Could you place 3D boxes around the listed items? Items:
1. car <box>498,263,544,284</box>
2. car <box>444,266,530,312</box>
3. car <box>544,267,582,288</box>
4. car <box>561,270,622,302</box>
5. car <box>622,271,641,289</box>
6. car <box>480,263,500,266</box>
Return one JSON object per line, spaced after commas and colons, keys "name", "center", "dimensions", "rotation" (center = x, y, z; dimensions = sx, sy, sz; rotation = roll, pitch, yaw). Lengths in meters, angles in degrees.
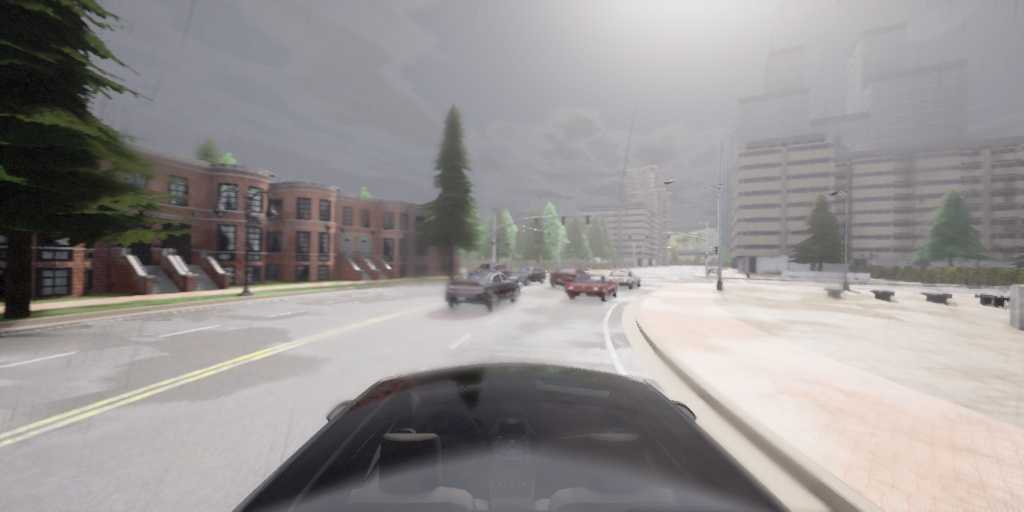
{"name": "car", "center": [1.163, 1.572, 28.522], "dimensions": [2.128, 1.511, 4.902], "rotation": [1, -1, 29]}
{"name": "car", "center": [-1.056, 1.357, 15.037], "dimensions": [2.128, 1.511, 4.902], "rotation": [1, -1, 18]}
{"name": "car", "center": [4.427, 1.567, 26.841], "dimensions": [1.882, 1.535, 5.008], "rotation": [1, -1, 28]}
{"name": "car", "center": [4.368, 1.611, 19.122], "dimensions": [1.895, 1.301, 4.718], "rotation": [1, -1, 26]}
{"name": "car", "center": [8.495, 1.772, 27.309], "dimensions": [1.895, 1.301, 4.718], "rotation": [1, -1, 30]}
{"name": "car", "center": [-1.892, 1.356, 30.225], "dimensions": [2.097, 1.767, 4.553], "rotation": [1, -1, 29]}
